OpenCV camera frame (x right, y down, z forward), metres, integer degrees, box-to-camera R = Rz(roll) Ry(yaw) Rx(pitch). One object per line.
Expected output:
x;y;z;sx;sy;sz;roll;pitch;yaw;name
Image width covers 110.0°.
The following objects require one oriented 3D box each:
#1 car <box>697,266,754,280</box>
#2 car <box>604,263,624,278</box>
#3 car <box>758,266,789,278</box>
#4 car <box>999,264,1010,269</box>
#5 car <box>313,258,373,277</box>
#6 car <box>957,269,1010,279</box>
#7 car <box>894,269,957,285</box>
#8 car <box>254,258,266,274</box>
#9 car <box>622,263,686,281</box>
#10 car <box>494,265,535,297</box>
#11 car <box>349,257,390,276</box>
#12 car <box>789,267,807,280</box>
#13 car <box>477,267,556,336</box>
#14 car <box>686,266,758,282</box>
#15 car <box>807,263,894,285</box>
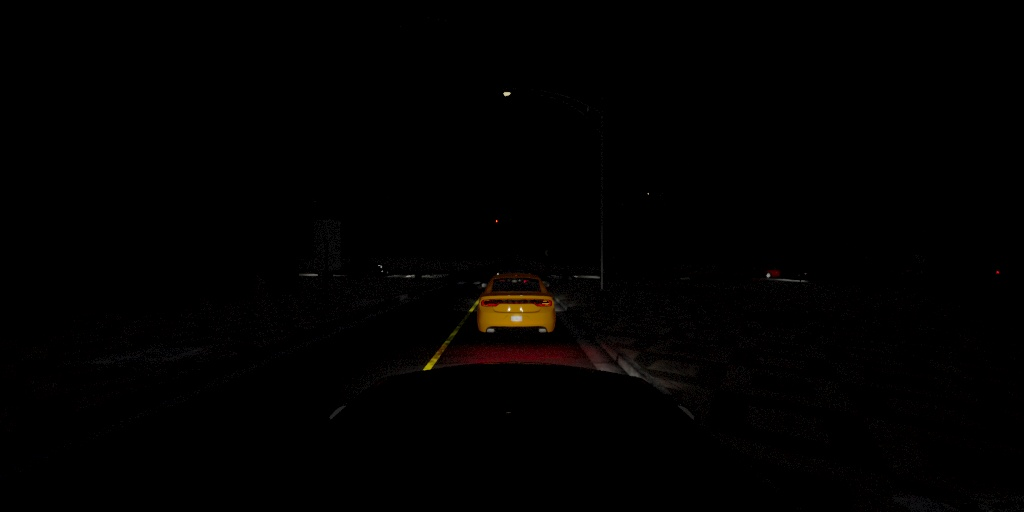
21.824;1.704;36.786;4.718;1.301;1.895;1;0;0;car
11.907;1.454;36.794;4.892;1.490;1.837;1;0;0;car
29.092;1.763;39.447;4.507;1.381;1.888;0;0;0;car
48.972;1.776;33.564;5.566;2.045;2.150;1;0;0;car
-14.760;1.114;30.863;4.403;1.370;2.007;0;0;0;car
40.371;1.993;30.912;4.207;1.307;1.802;0;0;0;car
34.720;1.862;30.917;4.507;1.381;1.888;0;0;0;car
-23.875;0.928;33.629;4.902;1.511;2.128;1;0;0;car
12.147;1.522;30.936;4.313;1.339;1.948;0;0;0;car
0.114;1.296;20.211;2.033;1.411;5.357;0;0;0;car
-13.877;0.926;33.575;4.553;1.767;2.097;1;0;1;car
31.890;1.771;36.768;4.892;1.490;1.837;1;0;0;car
0.105;1.227;10.385;1.882;1.535;5.008;0;0;0;car
17.960;1.569;30.932;4.829;1.417;1.751;0;0;0;car
29.077;1.538;30.922;5.009;1.841;2.192;0;0;0;car
